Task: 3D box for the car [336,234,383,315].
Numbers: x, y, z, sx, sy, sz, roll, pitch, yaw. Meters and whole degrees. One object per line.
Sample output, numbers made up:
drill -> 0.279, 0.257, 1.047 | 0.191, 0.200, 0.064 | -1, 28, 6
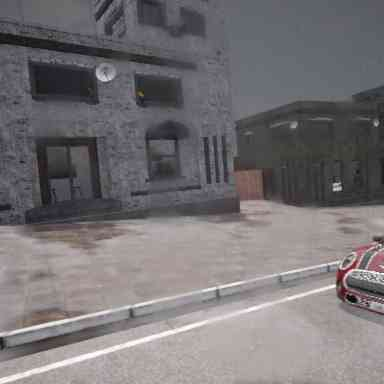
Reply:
car -> 5.013, 1.326, 6.781 | 4.553, 1.767, 2.097 | 0, 0, -33
